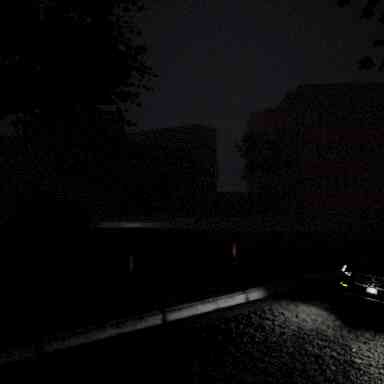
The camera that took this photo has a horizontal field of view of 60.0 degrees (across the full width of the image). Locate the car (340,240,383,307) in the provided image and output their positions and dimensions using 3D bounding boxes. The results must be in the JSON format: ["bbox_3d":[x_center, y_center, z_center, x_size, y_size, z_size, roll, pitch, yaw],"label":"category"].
[{"bbox_3d":[5.263,1.556,7.296,4.892,1.490,1.837,1,-1,-33],"label":"car"}]

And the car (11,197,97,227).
[{"bbox_3d":[-9.589,1.341,23.329,5.566,2.045,2.150,0,0,-7],"label":"car"}]
